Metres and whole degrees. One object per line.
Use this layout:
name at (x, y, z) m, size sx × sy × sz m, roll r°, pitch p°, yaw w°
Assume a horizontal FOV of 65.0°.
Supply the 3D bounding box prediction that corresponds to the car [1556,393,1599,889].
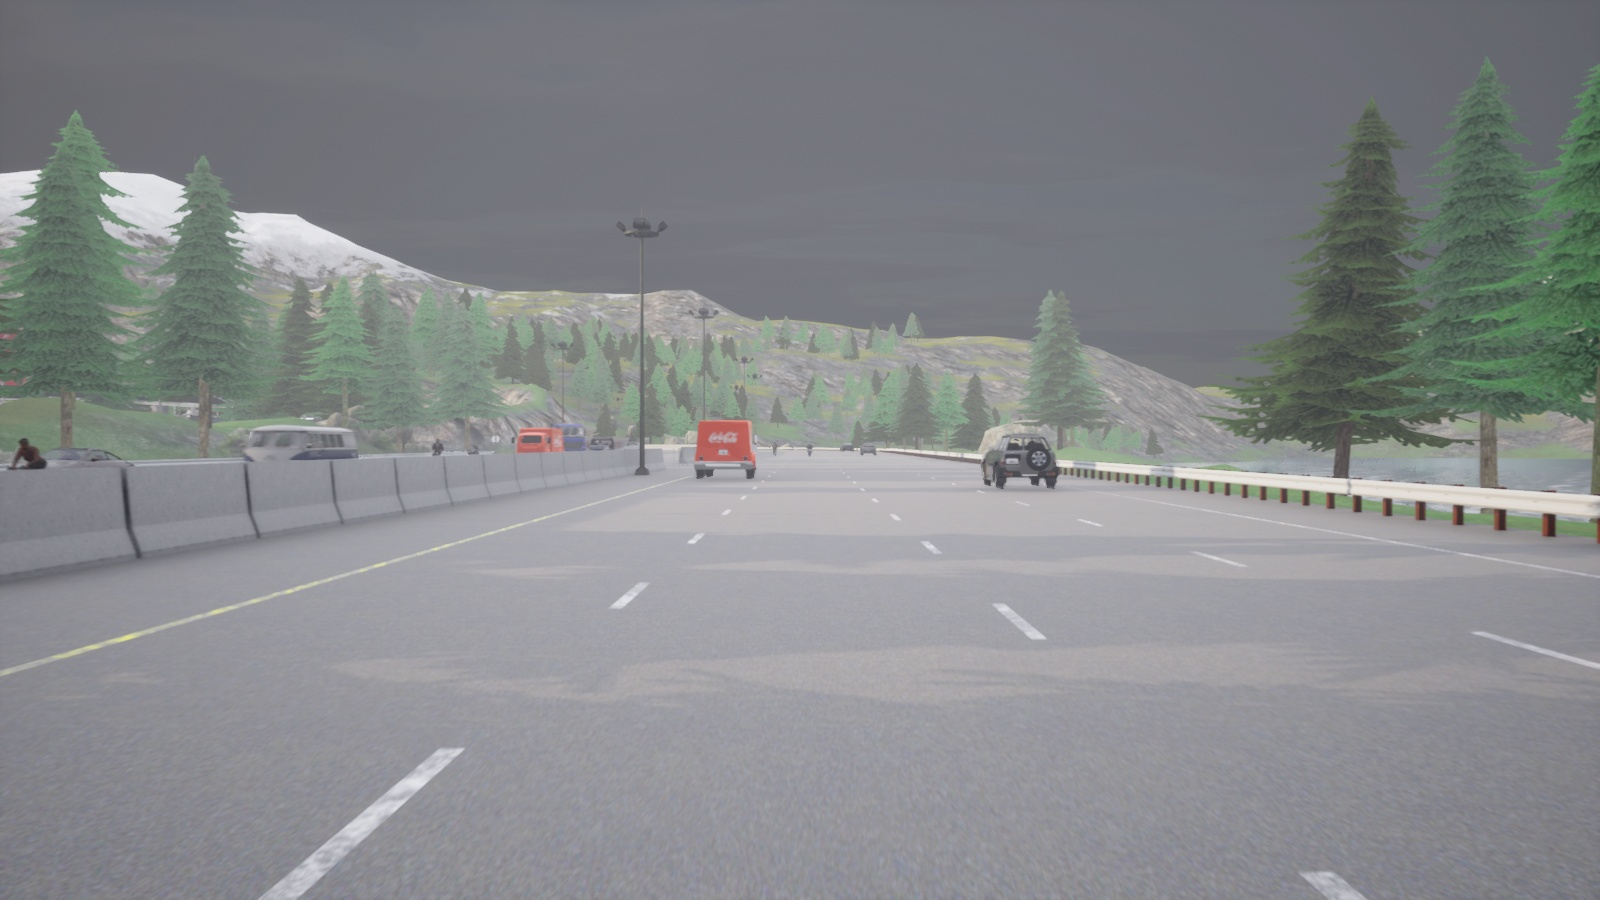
car at (3.529, 0.634, 2.338) m, size 1.851 × 1.617 × 3.988 m, roll 0°, pitch 0°, yaw 0°

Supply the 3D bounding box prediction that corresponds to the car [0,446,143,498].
car at (-20.783, 0.593, 35.681) m, size 1.994 × 1.385 × 4.181 m, roll 0°, pitch 0°, yaw 0°

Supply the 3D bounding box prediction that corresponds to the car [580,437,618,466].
car at (-13.390, 0.058, 83.882) m, size 1.905 × 1.878 × 3.866 m, roll 0°, pitch 0°, yaw 0°

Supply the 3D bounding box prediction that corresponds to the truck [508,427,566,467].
truck at (-16.914, -0.214, 81.035) m, size 2.627 × 2.467 × 5.204 m, roll 0°, pitch 1°, yaw 0°

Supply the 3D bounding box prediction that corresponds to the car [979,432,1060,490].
car at (7.257, 0.332, 41.952) m, size 1.932 × 1.855 × 4.605 m, roll 0°, pitch 0°, yaw 0°

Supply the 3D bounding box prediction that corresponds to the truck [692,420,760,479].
truck at (-3.137, -0.047, 54.590) m, size 2.627 × 2.467 × 5.204 m, roll 0°, pitch 1°, yaw 0°

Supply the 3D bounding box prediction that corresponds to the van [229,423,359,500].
van at (-13.789, 0.294, 34.516) m, size 1.775 × 1.987 × 4.442 m, roll 0°, pitch 0°, yaw 0°
